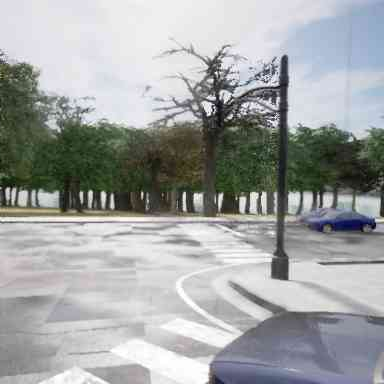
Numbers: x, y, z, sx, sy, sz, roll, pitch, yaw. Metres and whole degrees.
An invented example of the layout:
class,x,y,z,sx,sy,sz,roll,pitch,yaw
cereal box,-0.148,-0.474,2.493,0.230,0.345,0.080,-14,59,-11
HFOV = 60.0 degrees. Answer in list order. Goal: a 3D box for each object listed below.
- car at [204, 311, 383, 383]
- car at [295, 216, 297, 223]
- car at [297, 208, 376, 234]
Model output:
class,x,y,z,sx,sy,sz,roll,pitch,yaw
car,2.621,1.549,2.038,5.357,1.411,2.033,0,0,39
car,10.768,2.037,26.757,4.902,1.511,2.128,1,1,-11
car,10.372,2.056,23.366,5.008,1.535,1.882,1,1,-11
